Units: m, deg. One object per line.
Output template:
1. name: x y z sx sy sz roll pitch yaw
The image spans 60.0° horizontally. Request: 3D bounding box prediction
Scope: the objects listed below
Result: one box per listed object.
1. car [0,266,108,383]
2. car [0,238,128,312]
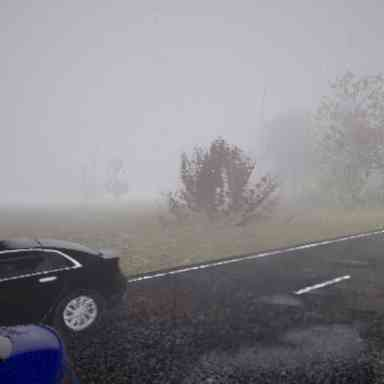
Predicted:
1. car: -2.948 1.622 1.603 4.674 1.442 1.812 -2 1 -35
2. car: -3.442 1.582 5.238 4.892 1.490 1.837 -2 1 -35
